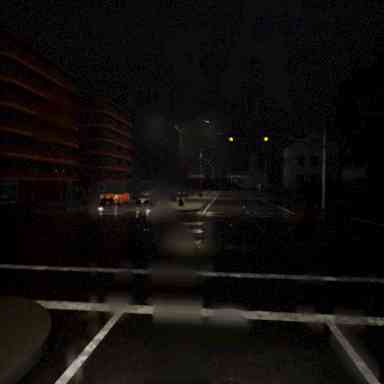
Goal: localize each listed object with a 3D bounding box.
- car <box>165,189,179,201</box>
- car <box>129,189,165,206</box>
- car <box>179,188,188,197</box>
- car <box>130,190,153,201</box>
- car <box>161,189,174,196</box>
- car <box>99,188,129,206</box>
[{"bbox_3d":[-3.410,0.495,45.929,1.895,1.301,4.718,0,1,6],"label":"car"},{"bbox_3d":[-4.565,0.639,34.897,2.128,1.511,4.902,0,1,6],"label":"car"},{"bbox_3d":[-1.779,0.037,61.037,2.128,1.511,4.902,0,2,7],"label":"car"},{"bbox_3d":[-6.901,0.411,46.293,2.033,1.411,5.357,0,1,5],"label":"car"},{"bbox_3d":[-4.795,0.026,65.509,1.895,1.301,4.718,0,1,6],"label":"car"},{"bbox_3d":[-8.079,0.477,34.966,2.097,1.767,4.553,0,1,6],"label":"car"}]
